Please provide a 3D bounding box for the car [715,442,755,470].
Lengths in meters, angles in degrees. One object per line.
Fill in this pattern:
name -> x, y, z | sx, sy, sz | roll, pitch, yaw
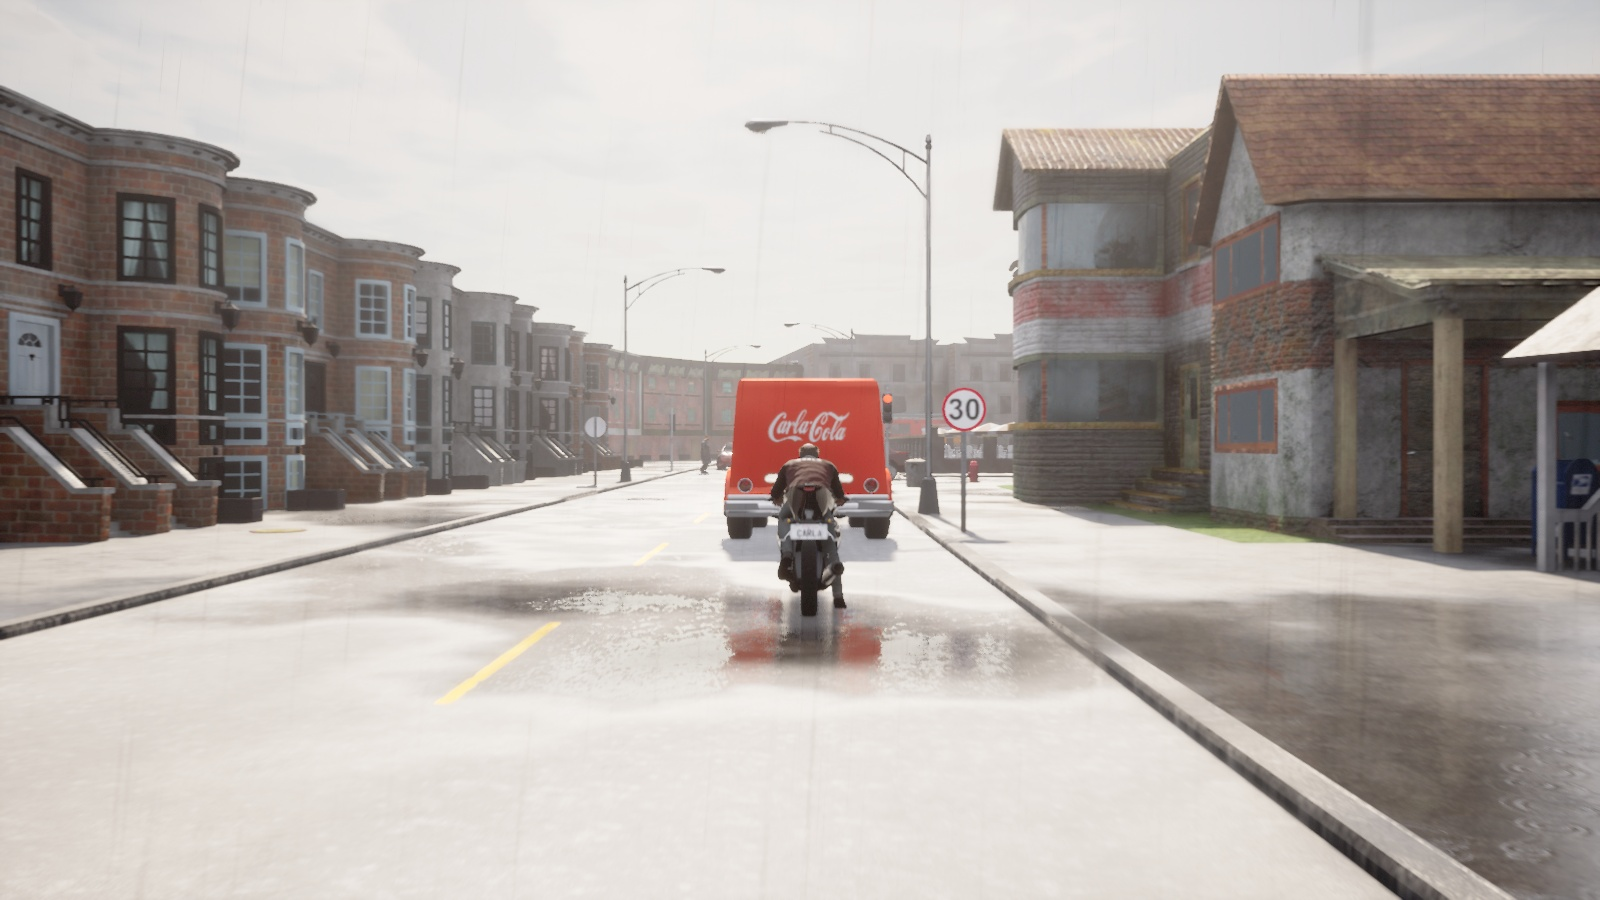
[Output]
car -> -3.600, 0.294, 70.397 | 2.007, 1.525, 4.514 | 0, 0, 1

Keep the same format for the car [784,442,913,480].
car -> 1.961, 0.436, 51.354 | 5.008, 1.535, 1.882 | 0, 0, -9

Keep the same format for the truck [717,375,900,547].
truck -> 0.135, 0.144, 20.590 | 2.627, 2.467, 5.204 | 0, 0, 0

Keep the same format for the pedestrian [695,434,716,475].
pedestrian -> -4.522, 0.194, 60.228 | 0.873, 1.952, 0.659 | 0, 0, 12

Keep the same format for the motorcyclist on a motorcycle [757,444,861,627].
motorcyclist on a motorcycle -> 0.082, 0.716, 11.627 | 0.866, 1.530, 2.191 | 0, 0, 0
